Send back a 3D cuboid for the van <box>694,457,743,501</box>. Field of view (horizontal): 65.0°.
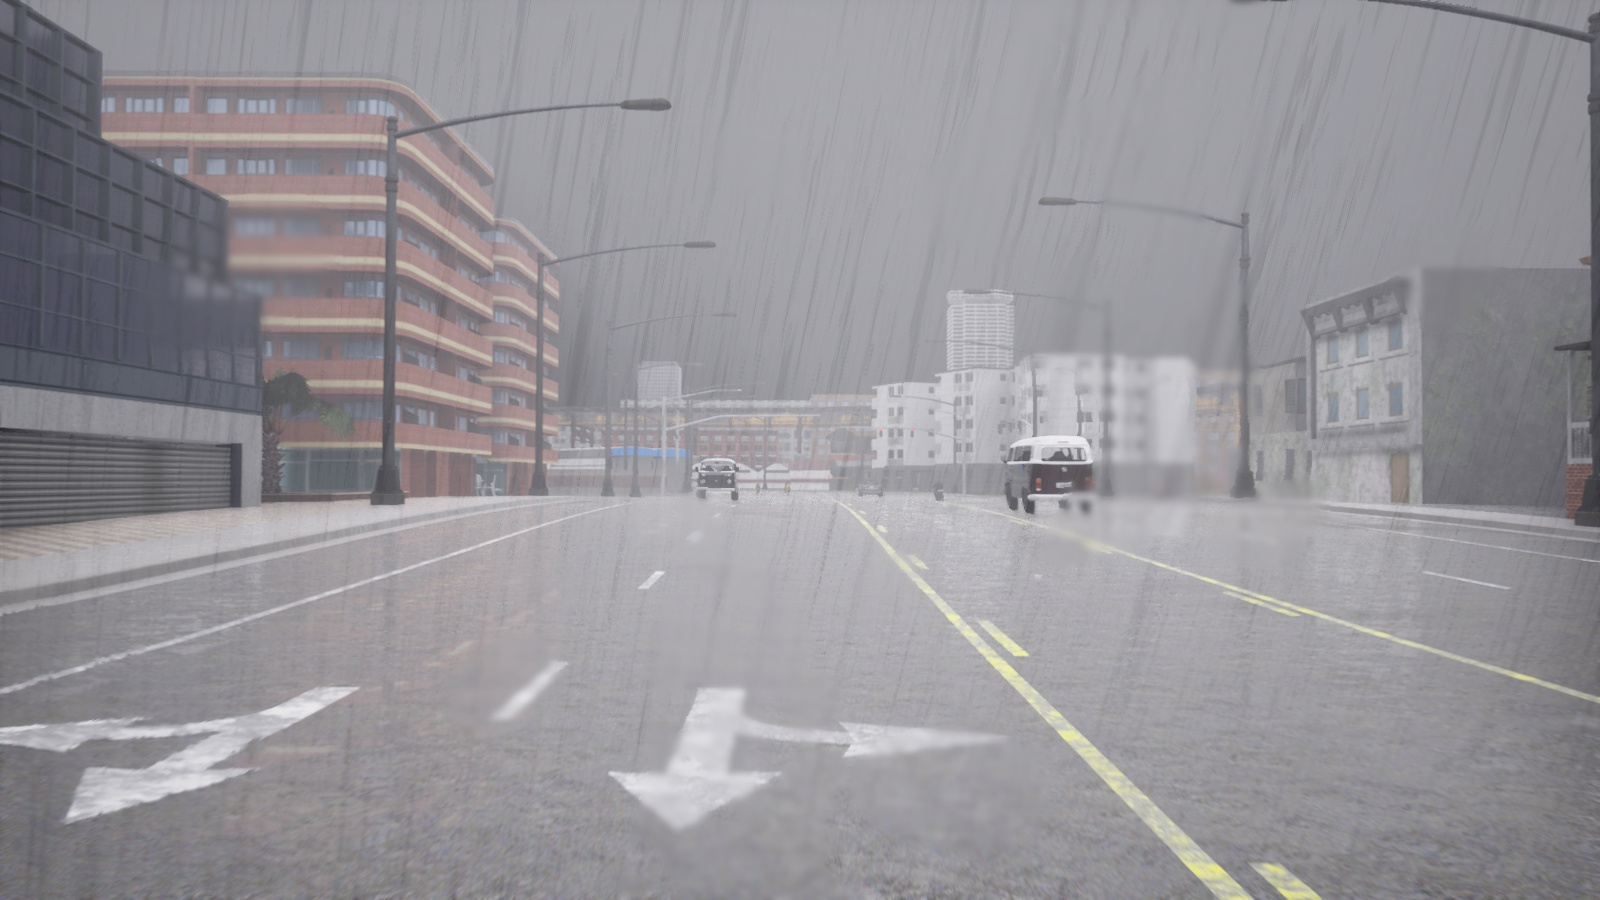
[{"bbox_3d":[-3.881,1.441,60.513,2.069,2.038,4.480,0,-2,0],"label":"van"}]

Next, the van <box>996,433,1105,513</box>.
[{"bbox_3d":[6.777,0.613,34.472,2.069,2.038,4.480,0,-1,0],"label":"van"}]
